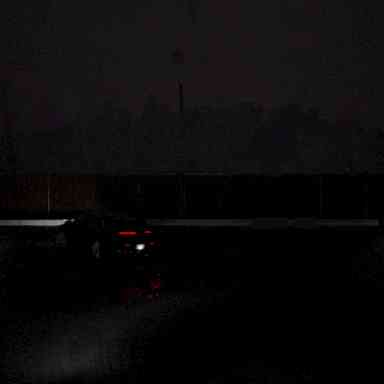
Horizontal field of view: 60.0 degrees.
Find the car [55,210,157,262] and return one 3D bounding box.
[{"bbox_3d":[-3.214,1.412,11.971,1.837,1.490,4.892,3,-2,-42],"label":"car"}]
